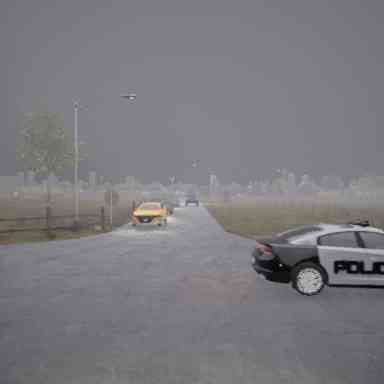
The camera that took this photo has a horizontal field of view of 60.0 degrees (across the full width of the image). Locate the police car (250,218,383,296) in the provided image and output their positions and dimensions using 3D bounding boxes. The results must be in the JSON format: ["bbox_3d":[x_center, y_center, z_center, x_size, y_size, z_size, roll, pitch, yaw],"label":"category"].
[{"bbox_3d":[4.078,1.482,8.066,5.238,1.638,1.930,1,-1,0],"label":"police car"}]

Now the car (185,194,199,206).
[{"bbox_3d":[0.018,1.264,55.383,2.150,2.045,5.566,0,0,0],"label":"car"}]

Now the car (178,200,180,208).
[{"bbox_3d":[-2.818,1.595,48.430,1.994,1.385,4.181,0,0,0],"label":"car"}]

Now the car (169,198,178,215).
[{"bbox_3d":[-2.836,1.507,33.881,2.128,1.511,4.902,0,0,0],"label":"car"}]

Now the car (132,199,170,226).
[{"bbox_3d":[-2.880,1.487,23.406,1.882,1.535,5.008,0,0,1],"label":"car"}]
